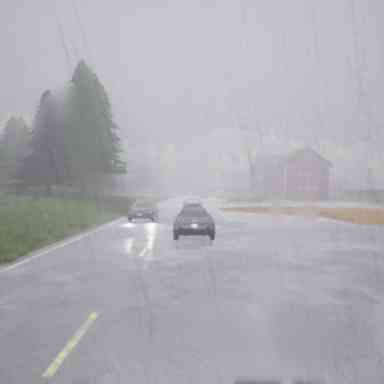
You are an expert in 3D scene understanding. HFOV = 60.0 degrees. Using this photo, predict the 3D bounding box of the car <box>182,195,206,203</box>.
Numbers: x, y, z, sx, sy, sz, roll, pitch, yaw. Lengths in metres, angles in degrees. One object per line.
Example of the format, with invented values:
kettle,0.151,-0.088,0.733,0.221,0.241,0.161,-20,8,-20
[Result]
car,0.088,1.313,30.531,1.812,1.442,4.674,0,0,0

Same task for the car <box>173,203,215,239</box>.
car,0.100,1.447,16.712,1.994,1.385,4.181,0,0,0

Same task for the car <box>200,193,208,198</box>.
car,2.967,0.887,81.963,1.816,1.474,4.193,-6,1,-2

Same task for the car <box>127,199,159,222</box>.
car,-3.564,1.333,24.910,1.837,1.490,4.892,0,0,1
